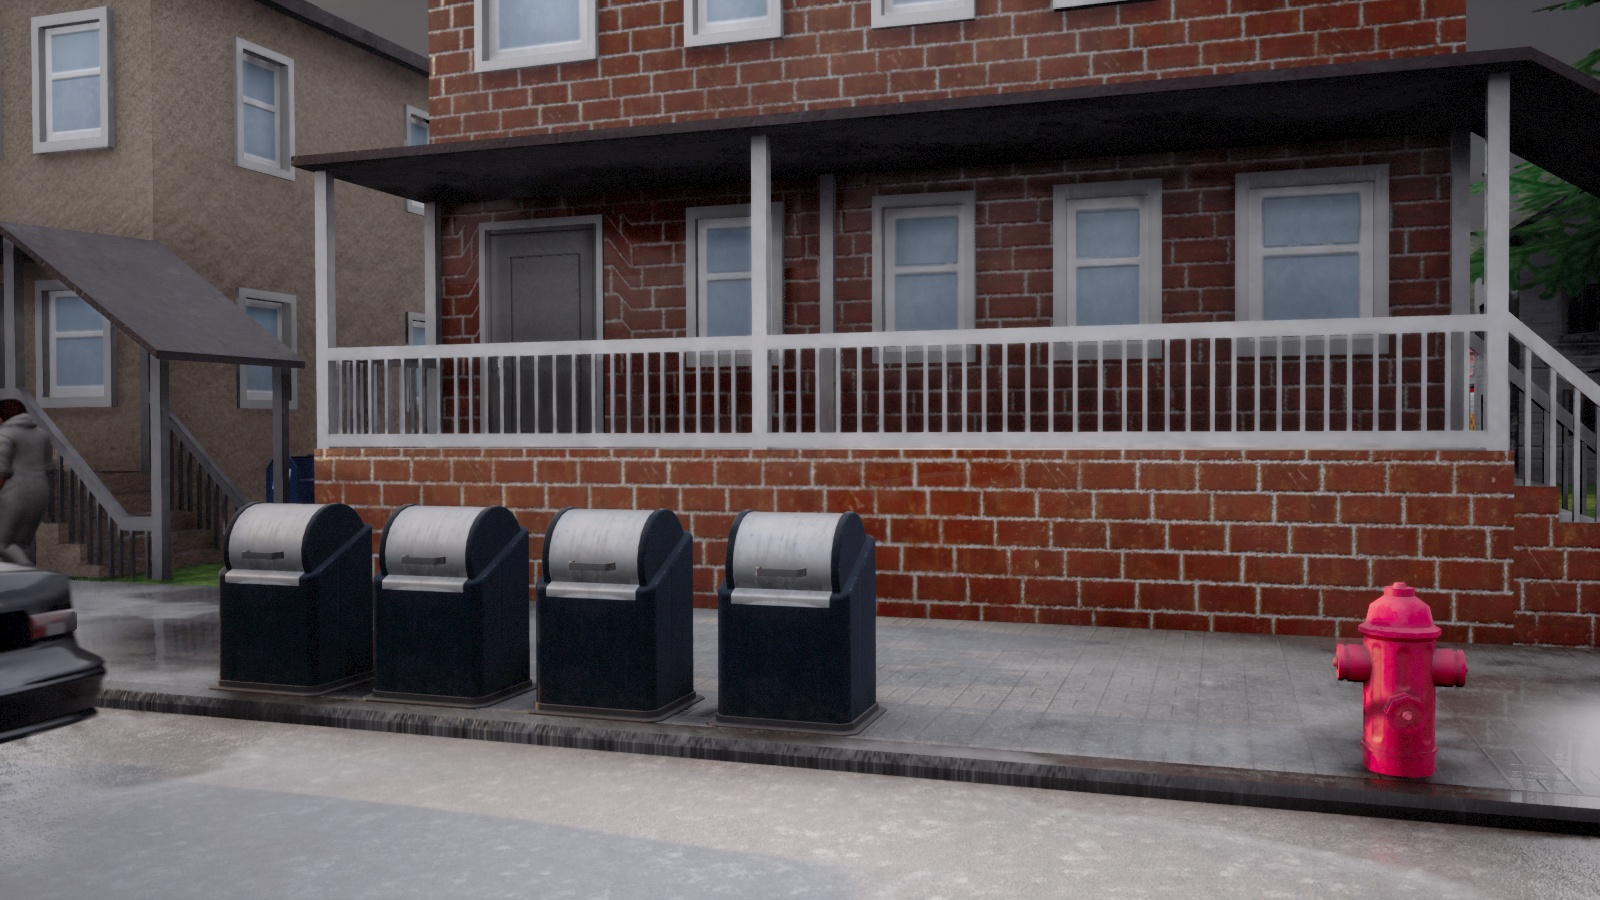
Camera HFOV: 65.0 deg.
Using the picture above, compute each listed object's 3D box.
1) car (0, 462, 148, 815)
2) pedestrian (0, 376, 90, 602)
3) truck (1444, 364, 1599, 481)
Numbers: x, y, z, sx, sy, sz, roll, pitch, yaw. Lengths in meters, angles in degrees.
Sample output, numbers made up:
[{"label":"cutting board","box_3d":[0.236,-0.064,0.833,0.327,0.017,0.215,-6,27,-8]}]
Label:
[{"label":"car","box_3d":[-5.882,0.761,5.696,5.357,1.411,2.033,1,1,19]},{"label":"pedestrian","box_3d":[-6.949,0.331,11.176,0.873,1.952,0.659,0,1,4]},{"label":"truck","box_3d":[26.759,-0.918,42.503,8.468,3.827,2.891,1,1,18]}]
